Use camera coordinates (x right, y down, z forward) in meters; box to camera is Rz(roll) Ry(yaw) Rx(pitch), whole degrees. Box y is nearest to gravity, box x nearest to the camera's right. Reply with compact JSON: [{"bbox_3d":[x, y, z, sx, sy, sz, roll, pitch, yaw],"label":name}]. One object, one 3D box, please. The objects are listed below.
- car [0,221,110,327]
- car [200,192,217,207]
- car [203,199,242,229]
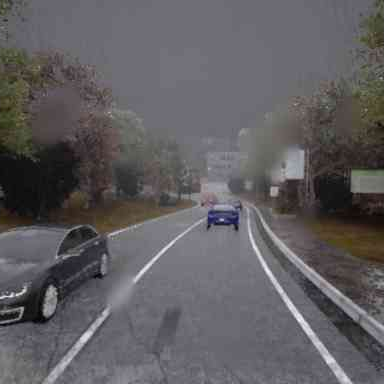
[{"bbox_3d":[-3.237,1.466,7.230,1.837,1.490,4.892,0,0,4],"label":"car"},{"bbox_3d":[2.497,1.099,49.473,2.150,2.045,5.566,1,0,6],"label":"car"},{"bbox_3d":[2.097,1.451,21.689,1.882,1.535,5.008,1,0,8],"label":"car"}]
